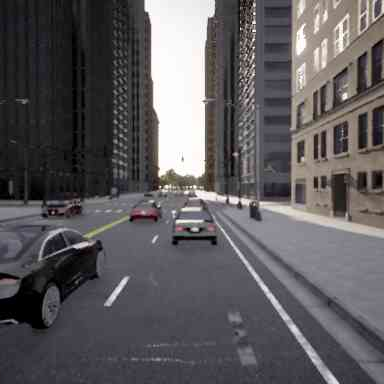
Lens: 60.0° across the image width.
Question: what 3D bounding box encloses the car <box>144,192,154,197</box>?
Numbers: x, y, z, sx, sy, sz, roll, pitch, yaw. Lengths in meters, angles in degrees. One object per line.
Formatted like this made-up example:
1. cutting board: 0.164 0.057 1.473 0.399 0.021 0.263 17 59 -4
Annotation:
1. car: -9.754 0.648 75.106 1.895 1.301 4.718 0 1 0

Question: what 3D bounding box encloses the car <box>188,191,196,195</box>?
1. car: -0.005 0.502 82.825 1.994 1.385 4.181 0 1 0

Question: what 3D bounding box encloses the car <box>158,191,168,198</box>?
1. car: -6.504 0.552 75.136 1.837 1.490 4.892 0 1 0

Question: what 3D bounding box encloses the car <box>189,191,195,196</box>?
1. car: -0.005 0.279 92.857 1.895 1.301 4.718 0 1 0

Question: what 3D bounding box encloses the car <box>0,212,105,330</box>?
1. car: -3.148 1.408 6.701 2.128 1.511 4.902 0 1 0

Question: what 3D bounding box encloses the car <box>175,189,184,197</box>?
1. car: -3.254 0.494 82.408 2.033 1.411 5.357 0 1 0

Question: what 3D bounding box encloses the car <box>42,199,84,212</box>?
1. car: -9.790 1.251 25.451 1.994 1.385 4.181 0 1 1

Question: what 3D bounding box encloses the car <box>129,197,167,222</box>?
1. car: -3.151 1.274 23.576 1.994 1.385 4.181 0 1 0

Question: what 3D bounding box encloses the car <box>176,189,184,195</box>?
1. car: -3.255 0.039 92.794 2.097 1.767 4.553 0 1 0

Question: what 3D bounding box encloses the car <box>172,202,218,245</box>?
1. car: 0.103 1.370 14.584 2.033 1.411 5.357 0 1 0

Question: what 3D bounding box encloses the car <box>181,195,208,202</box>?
1. car: 0.344 1.211 28.521 1.994 1.385 4.181 0 1 6
